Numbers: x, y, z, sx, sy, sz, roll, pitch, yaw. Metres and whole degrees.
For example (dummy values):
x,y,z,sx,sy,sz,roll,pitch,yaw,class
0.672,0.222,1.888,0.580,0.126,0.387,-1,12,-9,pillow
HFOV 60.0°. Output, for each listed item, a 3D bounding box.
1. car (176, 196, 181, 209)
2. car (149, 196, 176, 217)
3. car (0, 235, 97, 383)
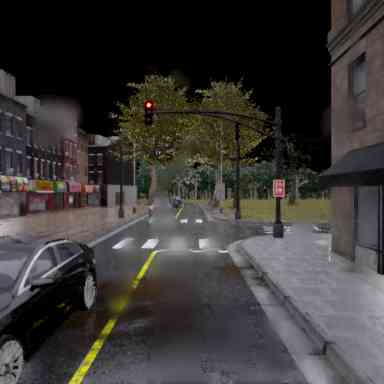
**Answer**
x,y,z,sx,sy,sz,roll,pitch,yaw,class
-2.930,1.554,47.734,1.882,1.535,5.008,0,0,0,car
-2.852,1.383,31.460,2.097,1.767,4.553,0,0,-2,car
-2.859,1.492,5.006,2.128,1.511,4.902,0,0,0,car
